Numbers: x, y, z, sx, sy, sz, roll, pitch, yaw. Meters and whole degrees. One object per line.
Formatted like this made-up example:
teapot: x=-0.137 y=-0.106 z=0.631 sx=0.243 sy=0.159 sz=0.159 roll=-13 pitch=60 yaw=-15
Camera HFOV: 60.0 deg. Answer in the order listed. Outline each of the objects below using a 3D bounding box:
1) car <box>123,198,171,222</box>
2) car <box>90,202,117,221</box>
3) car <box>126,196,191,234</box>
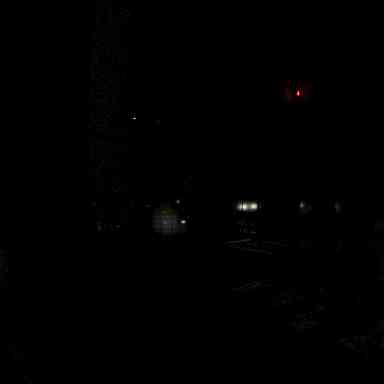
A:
car: x=-3.846 y=1.453 z=27.941 sx=2.097 sy=1.767 sz=4.553 roll=0 pitch=0 yaw=-36
car: x=-8.170 y=1.596 z=28.923 sx=1.882 sy=1.535 sz=5.008 roll=0 pitch=0 yaw=-35
car: x=-2.080 y=1.294 z=20.399 sx=2.150 sy=2.045 sz=5.566 roll=0 pitch=0 yaw=-36
